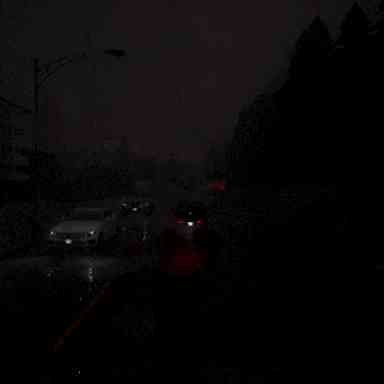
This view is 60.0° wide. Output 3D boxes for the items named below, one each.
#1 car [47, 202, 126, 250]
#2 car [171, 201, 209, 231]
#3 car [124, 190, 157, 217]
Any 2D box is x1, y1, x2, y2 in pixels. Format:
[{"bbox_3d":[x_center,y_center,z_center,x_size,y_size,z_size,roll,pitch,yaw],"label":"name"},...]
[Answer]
[{"bbox_3d":[-4.158,1.352,13.510,1.812,1.442,4.674,0,1,0],"label":"car"},{"bbox_3d":[-0.097,1.251,18.558,1.837,1.490,4.892,0,1,0],"label":"car"},{"bbox_3d":[-4.201,0.857,27.279,2.150,2.045,5.566,0,1,0],"label":"car"}]
